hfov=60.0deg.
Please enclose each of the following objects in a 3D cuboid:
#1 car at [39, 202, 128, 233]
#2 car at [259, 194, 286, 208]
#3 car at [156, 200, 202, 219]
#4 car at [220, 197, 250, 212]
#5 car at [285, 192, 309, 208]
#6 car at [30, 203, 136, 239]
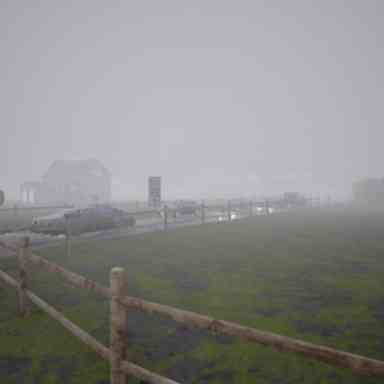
[{"bbox_3d":[-6.444,1.433,20.311,1.882,1.535,5.008,-1,0,36],"label":"car"},{"bbox_3d":[10.724,1.325,45.297,1.837,1.490,4.892,-1,0,34],"label":"car"},{"bbox_3d":[-1.001,1.406,28.205,2.128,1.511,4.902,-1,0,35],"label":"car"},{"bbox_3d":[4.832,1.374,36.727,1.837,1.490,4.892,-1,0,34],"label":"car"},{"bbox_3d":[14.017,1.009,44.946,2.150,2.045,5.566,-1,0,34],"label":"car"},{"bbox_3d":[-5.427,1.489,17.204,2.033,1.411,5.357,-1,0,38],"label":"car"}]
